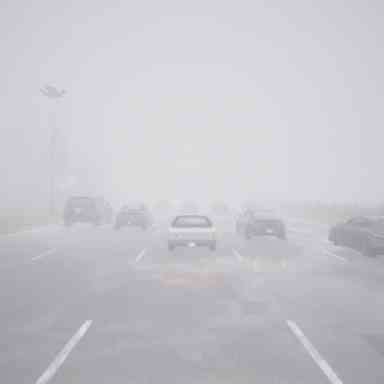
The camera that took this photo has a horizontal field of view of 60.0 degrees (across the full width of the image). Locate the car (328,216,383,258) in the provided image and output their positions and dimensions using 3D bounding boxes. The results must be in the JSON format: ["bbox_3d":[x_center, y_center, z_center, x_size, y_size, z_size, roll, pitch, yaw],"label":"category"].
[{"bbox_3d":[6.992,1.616,12.952,1.994,1.385,4.181,0,0,-1],"label":"car"}]

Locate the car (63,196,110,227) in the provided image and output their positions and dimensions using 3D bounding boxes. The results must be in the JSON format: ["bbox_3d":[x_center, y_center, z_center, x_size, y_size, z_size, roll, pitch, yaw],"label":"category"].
[{"bbox_3d":[-7.102,1.270,23.220,2.150,2.045,5.566,0,0,-1],"label":"car"}]

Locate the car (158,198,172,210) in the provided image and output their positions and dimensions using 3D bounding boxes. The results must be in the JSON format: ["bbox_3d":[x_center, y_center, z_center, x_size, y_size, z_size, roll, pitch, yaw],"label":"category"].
[{"bbox_3d":[-3.820,1.593,45.055,1.882,1.535,5.008,0,0,-1],"label":"car"}]

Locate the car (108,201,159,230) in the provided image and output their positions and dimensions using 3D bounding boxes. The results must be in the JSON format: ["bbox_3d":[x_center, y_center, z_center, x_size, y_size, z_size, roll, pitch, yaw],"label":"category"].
[{"bbox_3d":[-3.585,1.543,21.251,2.128,1.511,4.902,0,0,-1],"label":"car"}]

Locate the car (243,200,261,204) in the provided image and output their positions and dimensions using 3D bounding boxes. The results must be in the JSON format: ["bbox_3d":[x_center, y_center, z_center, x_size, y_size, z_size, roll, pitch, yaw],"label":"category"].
[{"bbox_3d":[6.762,1.642,36.919,1.812,1.442,4.674,0,0,-1],"label":"car"}]

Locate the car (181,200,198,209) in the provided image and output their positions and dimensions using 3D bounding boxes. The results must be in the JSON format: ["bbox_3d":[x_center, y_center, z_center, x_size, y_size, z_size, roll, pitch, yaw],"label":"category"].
[{"bbox_3d":[-0.295,1.677,41.312,1.994,1.385,4.181,0,0,-1],"label":"car"}]

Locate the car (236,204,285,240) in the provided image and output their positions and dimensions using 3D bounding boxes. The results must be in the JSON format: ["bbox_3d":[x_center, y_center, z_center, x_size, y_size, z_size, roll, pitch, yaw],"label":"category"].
[{"bbox_3d":[3.455,1.581,17.195,1.812,1.442,4.674,0,0,-1],"label":"car"}]

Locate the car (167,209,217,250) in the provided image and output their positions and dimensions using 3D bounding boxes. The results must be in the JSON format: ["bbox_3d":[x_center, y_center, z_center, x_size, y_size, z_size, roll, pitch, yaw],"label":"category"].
[{"bbox_3d":[-0.018,1.641,14.459,1.895,1.301,4.718,0,0,-1],"label":"car"}]

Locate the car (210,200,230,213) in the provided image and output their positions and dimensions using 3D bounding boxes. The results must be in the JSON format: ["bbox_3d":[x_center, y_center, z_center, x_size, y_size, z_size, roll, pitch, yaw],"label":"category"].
[{"bbox_3d":[3.236,1.641,39.493,1.812,1.442,4.674,0,0,-1],"label":"car"}]

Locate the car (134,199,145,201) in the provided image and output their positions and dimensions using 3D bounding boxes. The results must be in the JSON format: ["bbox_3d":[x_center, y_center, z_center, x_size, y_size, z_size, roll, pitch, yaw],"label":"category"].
[{"bbox_3d":[-7.334,1.676,46.599,1.994,1.385,4.181,0,0,-1],"label":"car"}]
